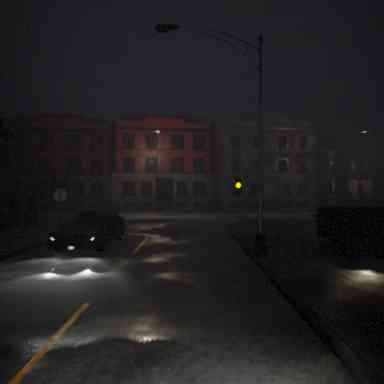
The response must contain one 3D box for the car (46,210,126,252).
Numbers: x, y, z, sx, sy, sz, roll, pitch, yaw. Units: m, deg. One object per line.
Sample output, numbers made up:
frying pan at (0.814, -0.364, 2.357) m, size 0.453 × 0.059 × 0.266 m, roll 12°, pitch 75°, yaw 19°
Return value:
car at (-4.063, 1.481, 13.857) m, size 2.033 × 1.411 × 5.357 m, roll 0°, pitch 0°, yaw 0°
